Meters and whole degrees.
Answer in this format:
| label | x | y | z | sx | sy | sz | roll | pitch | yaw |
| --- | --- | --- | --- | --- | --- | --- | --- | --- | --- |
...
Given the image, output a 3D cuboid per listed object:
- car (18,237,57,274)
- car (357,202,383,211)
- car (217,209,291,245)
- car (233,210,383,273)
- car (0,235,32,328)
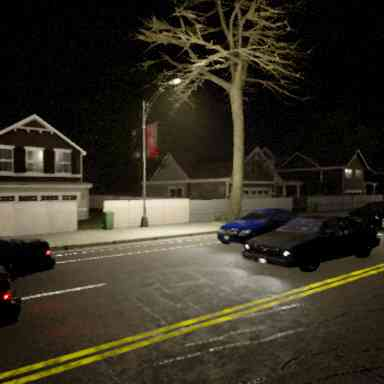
| label | x | y | z | sx | sy | sz | roll | pitch | yaw |
| --- | --- | --- | --- | --- | --- | --- | --- | --- | --- |
| car | -5.969 | 1.556 | 7.454 | 5.357 | 1.411 | 2.033 | 0 | 0 | -35 |
| car | 11.468 | 1.340 | 20.401 | 5.008 | 1.535 | 1.882 | -1 | 0 | -38 |
| car | 3.180 | 1.459 | 14.155 | 4.674 | 1.442 | 1.812 | 0 | 0 | -37 |
| car | 4.068 | 1.487 | 10.751 | 5.357 | 1.411 | 2.033 | 0 | 0 | -37 |
| car | -5.117 | 1.563 | 4.067 | 5.357 | 1.411 | 2.033 | 0 | 0 | -35 |
